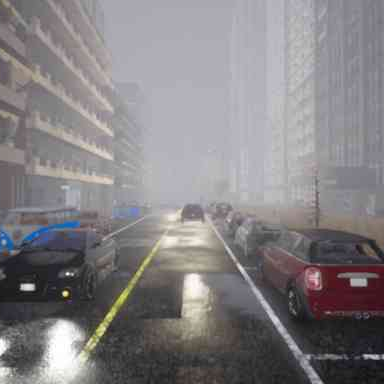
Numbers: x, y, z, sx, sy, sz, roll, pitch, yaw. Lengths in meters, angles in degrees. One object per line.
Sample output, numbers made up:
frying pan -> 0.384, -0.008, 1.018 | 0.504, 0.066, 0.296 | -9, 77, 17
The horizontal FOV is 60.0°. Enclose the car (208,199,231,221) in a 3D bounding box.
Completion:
car -> 2.659, 1.658, 29.398 | 1.967, 1.590, 4.097 | 0, 0, 0

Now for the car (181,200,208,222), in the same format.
car -> 0.067, 1.688, 28.354 | 1.882, 1.535, 5.008 | 0, -1, 0

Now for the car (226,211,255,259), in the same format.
car -> 2.679, 1.646, 12.829 | 2.008, 1.369, 4.403 | 0, 0, 0

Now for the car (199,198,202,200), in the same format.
car -> 0.046, 1.897, 46.141 | 2.033, 1.411, 5.357 | 0, -1, 0

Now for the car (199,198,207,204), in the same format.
car -> 2.600, 2.195, 79.101 | 1.947, 1.339, 4.313 | 0, -1, 0

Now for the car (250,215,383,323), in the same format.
car -> 2.686, 1.495, 7.307 | 1.967, 1.590, 4.097 | 0, 0, 0

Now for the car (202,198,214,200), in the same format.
car -> 2.639, 1.894, 45.966 | 1.887, 1.381, 4.507 | 0, 0, 0

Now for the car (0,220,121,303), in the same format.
car -> -3.106, 1.625, 8.273 | 1.994, 1.385, 4.181 | 0, 0, 0

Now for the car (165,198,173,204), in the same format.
car -> -5.787, 2.201, 84.445 | 1.752, 1.417, 4.829 | 0, -1, 0

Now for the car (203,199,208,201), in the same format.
car -> 2.646, 1.871, 40.443 | 1.947, 1.339, 4.313 | 0, 0, 0

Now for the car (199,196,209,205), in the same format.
car -> 2.607, 1.896, 73.581 | 2.192, 1.841, 5.009 | 0, -1, 0

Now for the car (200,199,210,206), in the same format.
car -> 2.613, 2.084, 68.056 | 2.008, 1.369, 4.403 | 0, 0, 0

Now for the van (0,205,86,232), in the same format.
van -> -5.702, 1.436, 12.822 | 1.690, 1.788, 3.998 | 0, 0, 0

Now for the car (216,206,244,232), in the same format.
car -> 2.672, 1.686, 18.353 | 2.008, 1.369, 4.403 | 0, 0, 0

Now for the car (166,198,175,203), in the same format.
car -> -5.794, 2.293, 90.137 | 1.947, 1.339, 4.313 | 0, -1, 0

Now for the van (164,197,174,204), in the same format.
van -> -5.780, 1.970, 79.093 | 1.690, 1.788, 3.998 | 0, 0, 0

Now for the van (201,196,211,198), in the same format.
van -> 2.633, 1.736, 51.490 | 1.690, 1.788, 3.998 | 0, 0, 0

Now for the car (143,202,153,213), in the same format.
car -> -5.735, 1.855, 40.433 | 2.008, 1.369, 4.403 | 0, 0, 0

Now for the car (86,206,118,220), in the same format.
car -> -5.709, 1.680, 18.343 | 1.887, 1.381, 4.507 | 0, 0, 0

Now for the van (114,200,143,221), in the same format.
van -> -5.721, 1.559, 29.389 | 1.690, 1.788, 3.998 | 0, 0, 0
